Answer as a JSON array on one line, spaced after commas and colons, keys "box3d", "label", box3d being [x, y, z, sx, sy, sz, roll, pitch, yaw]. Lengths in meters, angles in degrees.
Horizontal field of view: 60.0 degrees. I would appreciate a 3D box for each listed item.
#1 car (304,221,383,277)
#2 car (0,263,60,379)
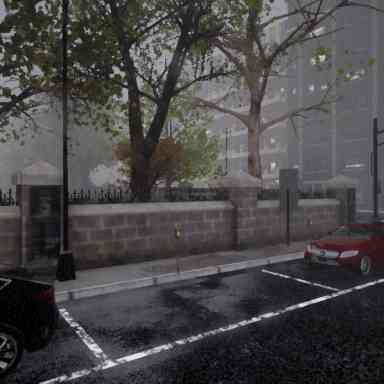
[{"box3d": [5.243, 1.581, 10.201, 4.206, 1.307, 1.802, 0, 0, -35], "label": "car"}, {"box3d": [-3.830, 1.566, 3.858, 4.313, 1.339, 1.947, 0, 0, -35], "label": "car"}]
